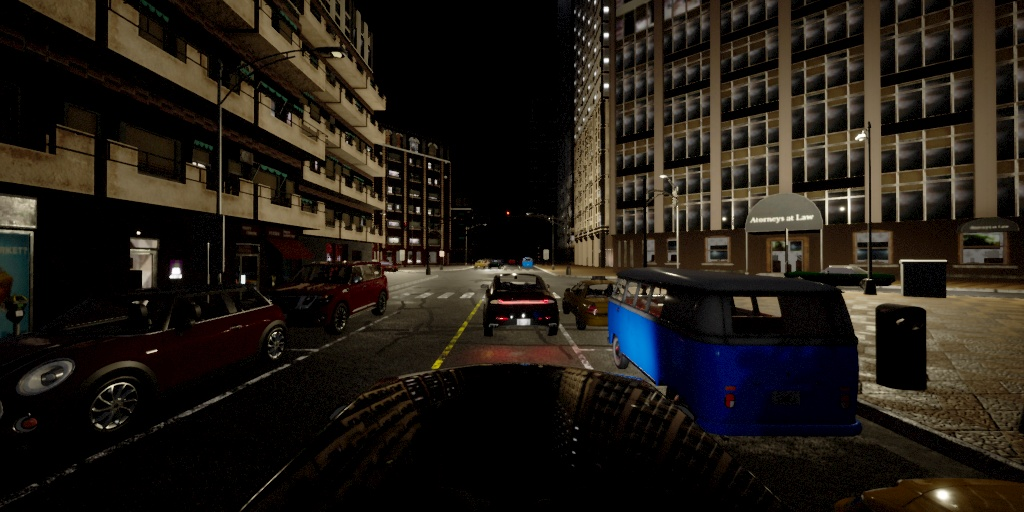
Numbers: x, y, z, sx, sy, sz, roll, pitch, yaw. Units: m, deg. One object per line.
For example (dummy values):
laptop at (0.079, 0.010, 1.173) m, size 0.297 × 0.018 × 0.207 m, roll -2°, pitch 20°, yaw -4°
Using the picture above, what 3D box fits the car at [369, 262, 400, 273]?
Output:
car at (-16.527, 1.487, 46.468) m, size 4.181 × 1.385 × 1.994 m, roll -1°, pitch -1°, yaw 41°

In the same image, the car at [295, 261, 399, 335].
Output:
car at (-5.311, 1.069, 10.736) m, size 2.192 × 1.841 × 5.009 m, roll 0°, pitch 0°, yaw 0°

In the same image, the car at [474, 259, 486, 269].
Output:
car at (-5.291, 1.359, 59.565) m, size 1.751 × 1.417 × 4.829 m, roll 0°, pitch 0°, yaw 0°

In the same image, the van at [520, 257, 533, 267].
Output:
van at (2.589, 1.175, 59.732) m, size 1.690 × 1.789 × 3.998 m, roll 0°, pitch 0°, yaw 0°

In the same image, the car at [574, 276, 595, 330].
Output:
car at (2.569, 1.280, 10.909) m, size 1.751 × 1.417 × 4.829 m, roll 0°, pitch 0°, yaw 0°

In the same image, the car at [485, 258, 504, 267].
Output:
car at (-2.794, 1.432, 58.824) m, size 1.895 × 1.301 × 4.718 m, roll 0°, pitch 0°, yaw 2°

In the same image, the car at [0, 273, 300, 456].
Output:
car at (-5.313, 1.191, 5.200) m, size 1.967 × 1.591 × 4.097 m, roll 0°, pitch 0°, yaw 0°

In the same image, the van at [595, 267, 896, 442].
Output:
van at (2.567, 1.092, 5.203) m, size 1.690 × 1.789 × 3.998 m, roll 0°, pitch 0°, yaw 0°

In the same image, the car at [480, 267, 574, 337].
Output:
car at (0.137, 1.246, 10.345) m, size 2.128 × 1.511 × 4.902 m, roll 0°, pitch 0°, yaw -3°

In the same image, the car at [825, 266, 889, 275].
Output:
car at (18.316, 1.196, 20.449) m, size 4.718 × 1.301 × 1.895 m, roll -1°, pitch -1°, yaw 41°
